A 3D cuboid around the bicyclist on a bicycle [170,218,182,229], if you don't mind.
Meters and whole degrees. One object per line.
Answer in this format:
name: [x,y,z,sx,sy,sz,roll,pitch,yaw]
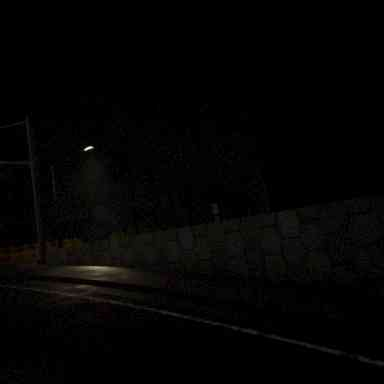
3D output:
bicyclist on a bicycle: [-1.314,2.911,27.267,1.656,1.620,0.582,-14,-8,36]
